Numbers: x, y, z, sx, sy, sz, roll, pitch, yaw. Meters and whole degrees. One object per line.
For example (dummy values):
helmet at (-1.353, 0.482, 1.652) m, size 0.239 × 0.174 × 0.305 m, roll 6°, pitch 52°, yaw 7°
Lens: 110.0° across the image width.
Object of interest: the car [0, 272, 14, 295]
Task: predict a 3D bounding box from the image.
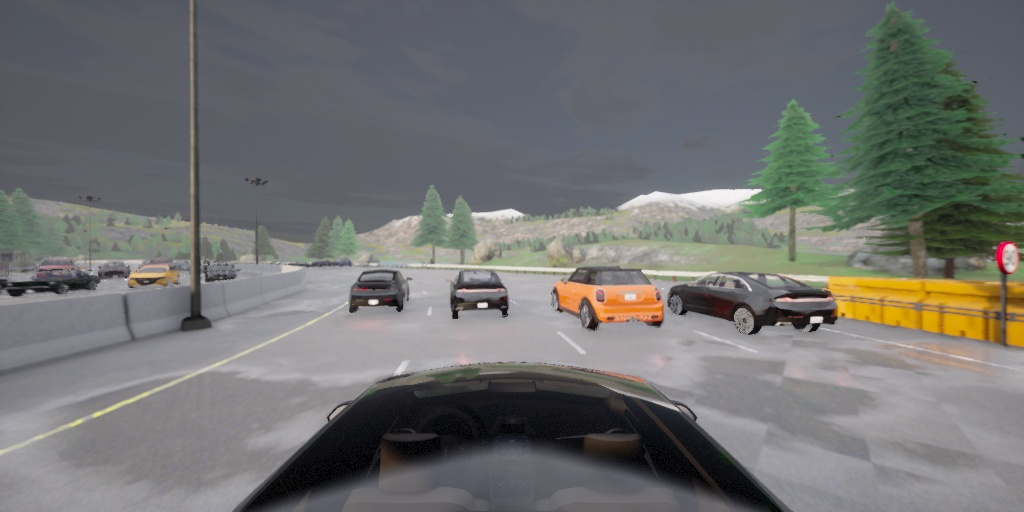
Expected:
car at (-28.931, 1.559, 18.466) m, size 1.895 × 1.301 × 4.718 m, roll 0°, pitch 0°, yaw -27°

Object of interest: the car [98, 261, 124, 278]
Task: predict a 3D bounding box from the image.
car at (-39.921, 1.373, 36.030) m, size 4.553 × 1.767 × 2.097 m, roll 0°, pitch 0°, yaw 41°

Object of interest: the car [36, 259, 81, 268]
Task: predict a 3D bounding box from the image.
car at (-42.156, 1.262, 33.330) m, size 5.566 × 2.045 × 2.150 m, roll 0°, pitch 0°, yaw 41°

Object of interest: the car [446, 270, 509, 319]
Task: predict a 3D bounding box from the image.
car at (-1.313, 1.243, 12.979) m, size 2.128 × 1.511 × 4.902 m, roll 0°, pitch 0°, yaw -11°

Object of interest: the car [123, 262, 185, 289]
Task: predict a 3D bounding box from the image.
car at (-24.813, 1.398, 25.044) m, size 1.882 × 1.535 × 5.008 m, roll 0°, pitch -1°, yaw -34°

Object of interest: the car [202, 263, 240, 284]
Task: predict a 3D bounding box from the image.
car at (-23.037, 1.411, 28.576) m, size 1.837 × 1.490 × 4.892 m, roll 1°, pitch -1°, yaw -36°

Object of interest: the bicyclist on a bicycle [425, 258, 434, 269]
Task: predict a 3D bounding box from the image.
bicyclist on a bicycle at (-12.848, 1.136, 56.476) m, size 0.582 × 1.620 × 1.656 m, roll 1°, pitch -20°, yaw 42°

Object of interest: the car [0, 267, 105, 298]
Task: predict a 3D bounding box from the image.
car at (-26.085, 1.535, 20.577) m, size 1.895 × 1.301 × 4.718 m, roll 0°, pitch 0°, yaw -29°

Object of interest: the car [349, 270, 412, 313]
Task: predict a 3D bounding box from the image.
car at (-5.190, 1.285, 14.421) m, size 1.837 × 1.490 × 4.892 m, roll 0°, pitch 0°, yaw -13°

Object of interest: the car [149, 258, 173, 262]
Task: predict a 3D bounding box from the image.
car at (-39.120, 1.233, 39.988) m, size 5.566 × 2.045 × 2.150 m, roll 0°, pitch 0°, yaw 41°

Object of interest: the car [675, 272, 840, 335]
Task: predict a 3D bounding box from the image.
car at (6.417, 1.190, 10.317) m, size 2.128 × 1.511 × 4.902 m, roll 0°, pitch 0°, yaw -7°

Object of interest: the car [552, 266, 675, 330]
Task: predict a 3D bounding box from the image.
car at (2.720, 1.075, 11.265) m, size 2.097 × 1.767 × 4.553 m, roll 0°, pitch 0°, yaw -8°

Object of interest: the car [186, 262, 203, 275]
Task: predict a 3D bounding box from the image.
car at (-37.103, 1.519, 42.877) m, size 4.674 × 1.442 × 1.812 m, roll 0°, pitch 0°, yaw 41°
